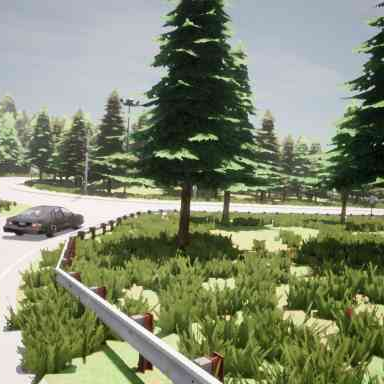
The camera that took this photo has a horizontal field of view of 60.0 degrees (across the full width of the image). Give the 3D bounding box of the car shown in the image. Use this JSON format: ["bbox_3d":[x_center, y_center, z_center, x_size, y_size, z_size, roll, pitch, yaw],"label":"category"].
[{"bbox_3d":[-7.399,1.412,17.296,2.033,1.411,5.357,4,1,3],"label":"car"}]
